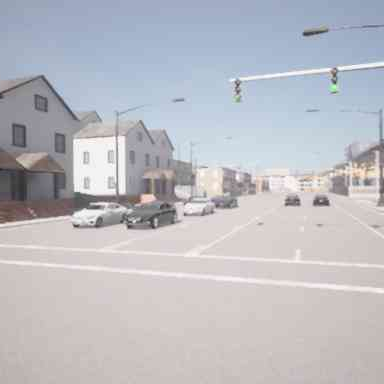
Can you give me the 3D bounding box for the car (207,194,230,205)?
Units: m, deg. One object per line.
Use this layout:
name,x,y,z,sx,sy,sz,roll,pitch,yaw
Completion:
car,4.035,1.125,49.477,2.033,1.411,5.357,0,0,20

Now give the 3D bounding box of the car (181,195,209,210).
car,0.476,1.198,39.539,1.837,1.490,4.892,0,1,20

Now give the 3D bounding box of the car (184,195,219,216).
car,0.665,1.292,29.572,1.812,1.442,4.674,0,0,19

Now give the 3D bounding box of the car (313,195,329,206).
car,16.727,1.047,43.170,1.994,1.385,4.181,0,1,20

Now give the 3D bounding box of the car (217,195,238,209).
car,4.155,1.130,39.450,1.882,1.535,5.008,0,0,20

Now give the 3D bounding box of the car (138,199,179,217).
car,-2.933,1.369,29.890,1.994,1.385,4.181,0,0,20

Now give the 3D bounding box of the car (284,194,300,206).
car,13.407,1.004,44.284,2.128,1.511,4.902,0,1,20

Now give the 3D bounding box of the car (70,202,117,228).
car,-5.847,1.426,21.679,1.812,1.442,4.674,0,0,20

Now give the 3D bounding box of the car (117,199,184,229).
car,-2.422,1.372,20.864,1.837,1.490,4.892,0,0,20
